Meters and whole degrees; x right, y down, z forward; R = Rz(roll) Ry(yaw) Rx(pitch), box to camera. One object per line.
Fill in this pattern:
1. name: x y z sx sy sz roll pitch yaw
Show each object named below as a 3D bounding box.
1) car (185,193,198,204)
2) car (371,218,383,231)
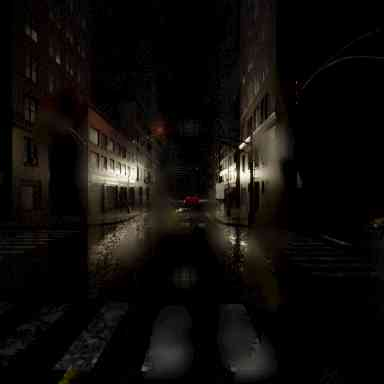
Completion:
1. car: -0.045 1.184 60.453 2.150 2.045 5.566 0 0 0
2. car: 12.380 1.514 18.047 4.829 1.417 1.752 0 0 0
